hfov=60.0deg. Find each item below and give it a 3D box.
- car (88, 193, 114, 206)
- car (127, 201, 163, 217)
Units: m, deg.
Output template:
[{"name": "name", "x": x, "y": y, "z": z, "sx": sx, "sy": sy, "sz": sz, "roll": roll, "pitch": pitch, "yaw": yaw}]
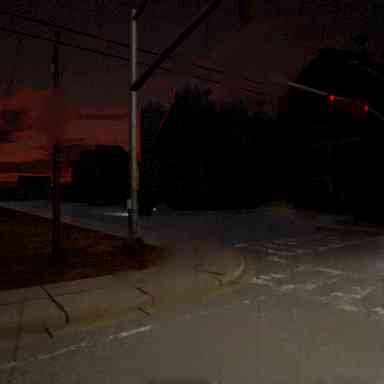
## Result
[{"name": "car", "x": -13.764, "y": 1.118, "z": 50.617, "sx": 3.866, "sy": 1.878, "sz": 1.905, "roll": -2, "pitch": 5, "yaw": 11}, {"name": "car", "x": -4.490, "y": 1.538, "z": 31.193, "sx": 1.994, "sy": 1.385, "sz": 4.181, "roll": 0, "pitch": 0, "yaw": -36}]
